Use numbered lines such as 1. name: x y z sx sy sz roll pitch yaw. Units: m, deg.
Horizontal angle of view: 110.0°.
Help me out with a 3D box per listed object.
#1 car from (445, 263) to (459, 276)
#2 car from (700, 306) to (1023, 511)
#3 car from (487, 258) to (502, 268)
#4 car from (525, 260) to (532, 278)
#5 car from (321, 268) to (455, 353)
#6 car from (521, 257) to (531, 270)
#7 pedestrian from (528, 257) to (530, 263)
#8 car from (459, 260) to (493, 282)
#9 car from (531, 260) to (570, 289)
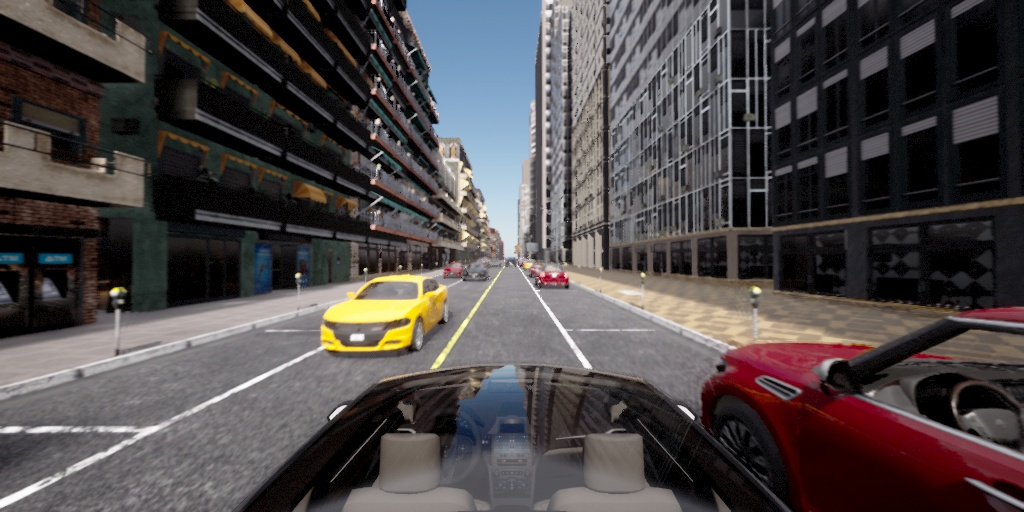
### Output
1. car: -5.391 1.338 34.332 1.888 1.381 4.507 0 0 0
2. car: 2.704 1.061 1.154 2.192 1.841 5.009 0 0 0
3. car: -2.933 1.207 64.815 2.097 1.767 4.553 0 0 0
4. car: 2.490 1.365 34.365 1.802 1.307 4.207 0 0 0
5. car: -2.862 1.236 9.113 1.882 1.535 5.008 0 0 0
6. car: 2.626 1.274 52.683 1.801 1.575 5.366 0 0 0
7. pedestrian: 2.619 1.119 55.686 0.375 1.860 0.375 1 -1 0
8. car: -2.841 1.288 29.138 1.837 1.490 4.892 0 -1 0
9. car: 2.518 1.206 23.293 1.967 1.591 4.097 0 0 0
